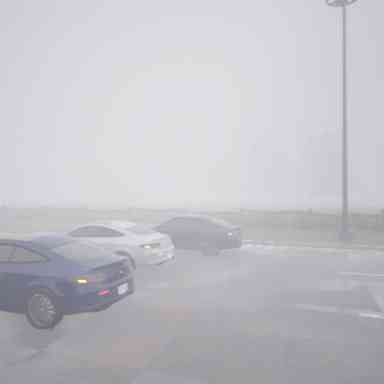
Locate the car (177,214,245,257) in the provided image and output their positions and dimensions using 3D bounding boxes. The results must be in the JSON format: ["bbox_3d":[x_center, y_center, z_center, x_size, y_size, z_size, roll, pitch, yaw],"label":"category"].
[{"bbox_3d":[-0.276,1.616,13.064,4.674,1.442,1.812,0,0,19],"label":"car"}]

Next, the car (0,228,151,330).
[{"bbox_3d":[-3.406,1.578,6.743,4.674,1.442,1.812,0,0,19],"label":"car"}]

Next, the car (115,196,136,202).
[{"bbox_3d":[-15.058,1.751,75.490,4.605,1.855,1.932,0,0,19],"label":"car"}]

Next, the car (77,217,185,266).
[{"bbox_3d":[-2.809,1.601,10.242,4.674,1.442,1.812,0,0,19],"label":"car"}]
